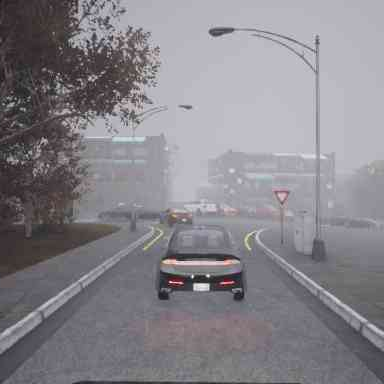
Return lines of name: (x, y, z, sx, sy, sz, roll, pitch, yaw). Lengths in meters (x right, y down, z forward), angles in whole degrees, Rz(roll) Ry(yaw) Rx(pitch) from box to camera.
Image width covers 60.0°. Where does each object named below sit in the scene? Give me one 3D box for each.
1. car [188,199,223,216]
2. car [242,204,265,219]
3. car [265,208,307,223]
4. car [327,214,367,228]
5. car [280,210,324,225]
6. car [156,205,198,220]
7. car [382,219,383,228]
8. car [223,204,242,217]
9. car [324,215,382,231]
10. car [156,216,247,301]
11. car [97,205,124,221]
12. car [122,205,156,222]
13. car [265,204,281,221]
car: (0.907, 1.943, 41.995, 2.435, 2.045, 5.566, 1, -2, -31)
car: (6.734, 2.471, 43.221, 2.185, 1.767, 4.553, 6, -3, -32)
car: (12.535, 3.160, 44.618, 1.946, 1.575, 5.366, 6, -3, -31)
car: (21.473, 4.049, 46.207, 2.002, 1.452, 4.674, 6, -3, -31)
car: (13.405, 3.175, 39.261, 4.718, 1.301, 1.895, 5, -2, -11)
car: (-1.322, 1.961, 26.912, 1.812, 1.442, 4.674, 0, -1, -19)
car: (24.431, 4.331, 46.791, 2.002, 1.452, 4.674, 7, -3, -31)
car: (3.773, 2.227, 42.653, 2.185, 1.767, 4.553, 4, -3, -32)
car: (17.444, 3.306, 36.113, 5.008, 1.535, 1.882, 6, -2, -11)
car: (0.215, 1.582, 8.551, 2.128, 1.511, 4.902, 0, -1, 1)
car: (-7.691, 2.228, 35.882, 4.892, 1.490, 1.837, -2, -1, -3)
car: (-4.016, 2.160, 32.437, 4.718, 1.301, 1.895, -2, -1, 1)
car: (9.718, 2.632, 43.849, 2.435, 2.045, 5.566, 7, -3, -32)
